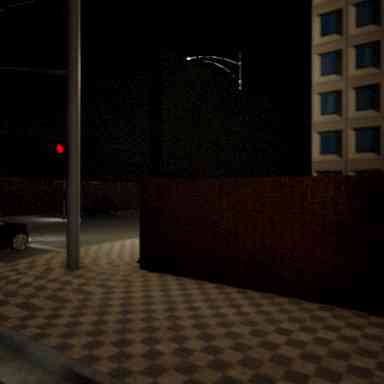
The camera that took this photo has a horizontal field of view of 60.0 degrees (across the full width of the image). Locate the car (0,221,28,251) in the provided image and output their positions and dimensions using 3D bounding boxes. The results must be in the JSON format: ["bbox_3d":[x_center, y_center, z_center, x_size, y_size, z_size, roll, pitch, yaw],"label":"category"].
[{"bbox_3d":[-7.327,1.398,10.586,1.882,1.535,5.008,-2,0,7],"label":"car"}]

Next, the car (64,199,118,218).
[{"bbox_3d":[-8.570,1.376,28.564,1.837,1.490,4.892,0,0,36],"label":"car"}]
